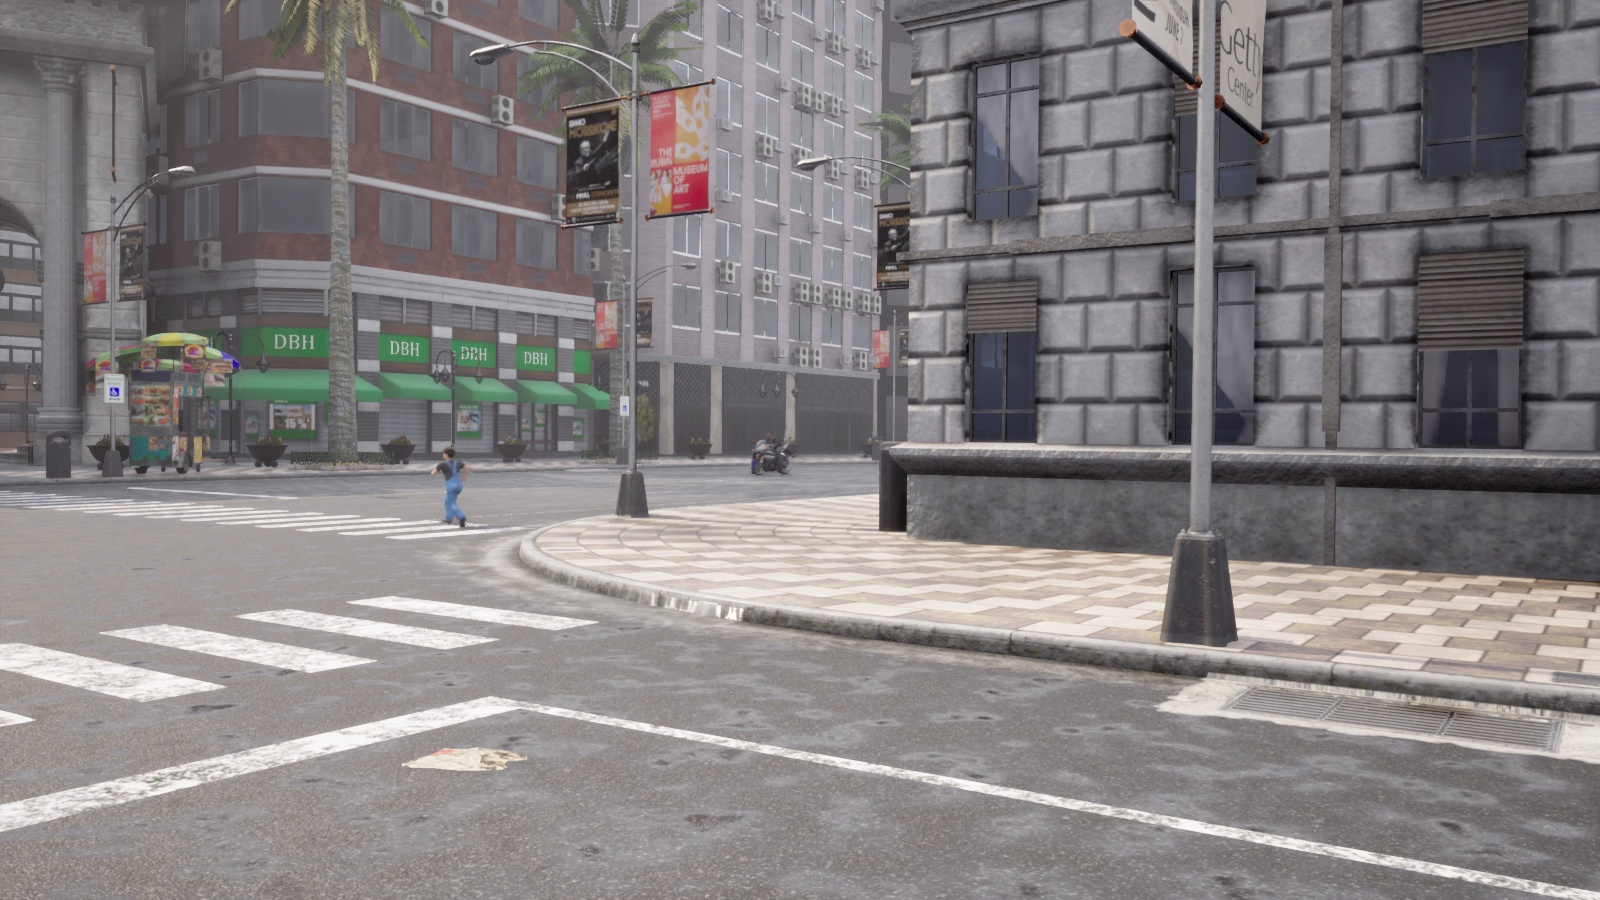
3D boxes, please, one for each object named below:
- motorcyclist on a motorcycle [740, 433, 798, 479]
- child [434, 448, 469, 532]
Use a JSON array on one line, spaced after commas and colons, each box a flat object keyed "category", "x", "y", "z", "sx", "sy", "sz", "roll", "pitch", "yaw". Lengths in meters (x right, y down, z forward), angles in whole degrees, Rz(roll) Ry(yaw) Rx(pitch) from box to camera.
[{"category": "motorcyclist on a motorcycle", "x": -1.064, "y": 0.182, "z": 43.507, "sx": 0.866, "sy": 1.530, "sz": 2.191, "roll": 0, "pitch": 1, "yaw": 34}, {"category": "child", "x": -5.307, "y": 0.605, "z": 19.140, "sx": 0.437, "sy": 1.263, "sz": 0.270, "roll": 0, "pitch": 1, "yaw": 30}]
